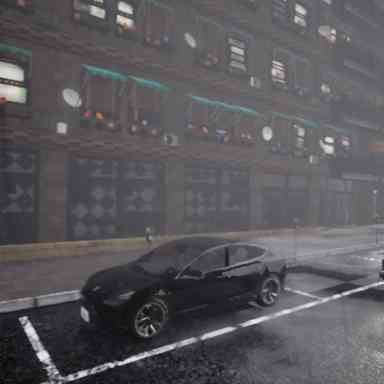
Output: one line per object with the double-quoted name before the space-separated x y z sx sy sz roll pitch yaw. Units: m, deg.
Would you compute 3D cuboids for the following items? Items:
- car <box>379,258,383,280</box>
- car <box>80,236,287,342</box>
"car" 6.496 1.711 8.000 4.718 1.301 1.895 1 0 -35
"car" 0.064 1.608 6.595 4.313 1.339 1.947 1 0 -35
